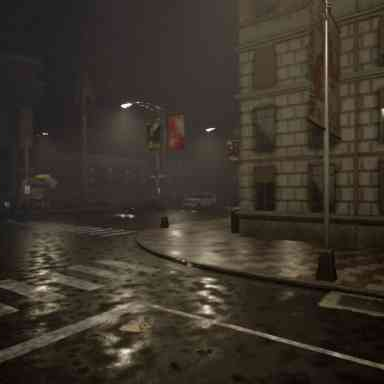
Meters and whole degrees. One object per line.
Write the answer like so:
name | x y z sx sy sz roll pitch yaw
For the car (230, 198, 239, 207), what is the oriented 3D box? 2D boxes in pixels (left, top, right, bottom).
car | 7.922 1.478 51.655 5.008 1.535 1.882 0 0 -43

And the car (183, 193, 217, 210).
car | 1.092 1.222 43.890 2.150 2.045 5.566 0 0 37

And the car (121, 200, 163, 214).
car | -5.027 1.547 35.640 2.033 1.411 5.357 0 0 36
